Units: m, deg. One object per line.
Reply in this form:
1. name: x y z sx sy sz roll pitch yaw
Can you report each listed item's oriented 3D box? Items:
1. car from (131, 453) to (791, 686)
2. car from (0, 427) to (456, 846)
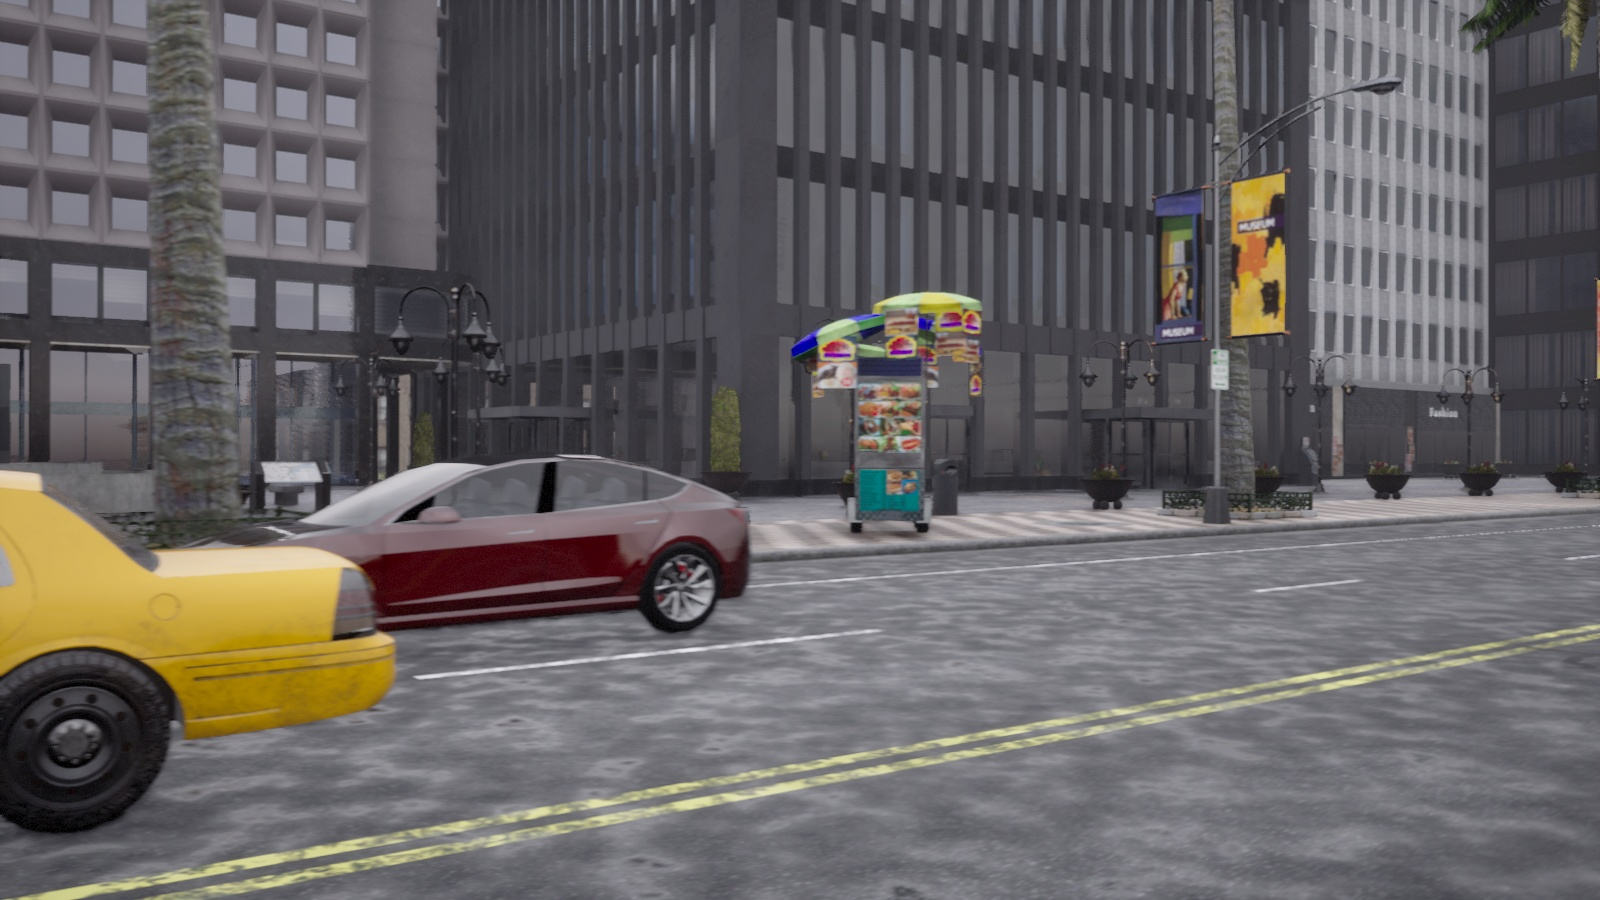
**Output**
1. car: -2.664 0.776 10.351 4.792 1.488 2.163 0 0 -35
2. car: -4.289 0.705 4.937 5.366 1.575 1.801 0 0 -35
